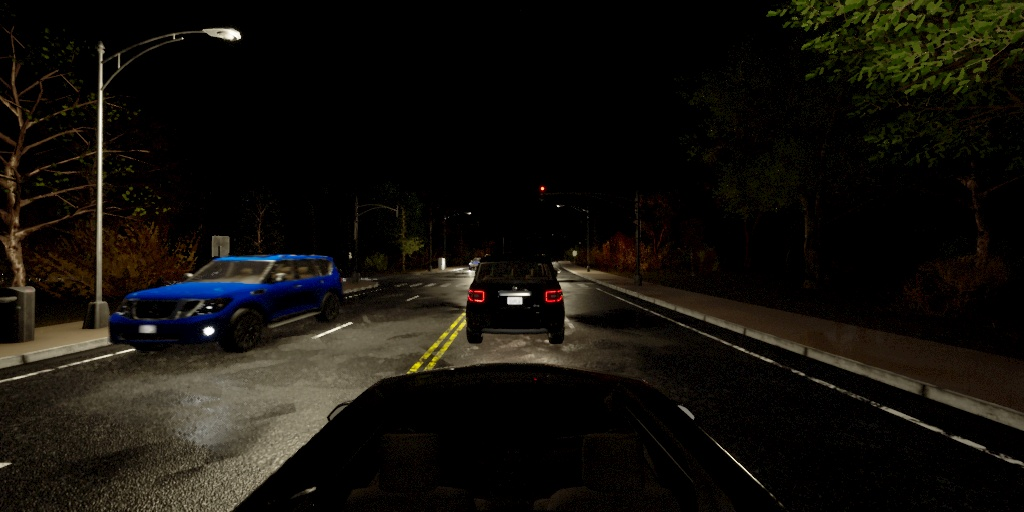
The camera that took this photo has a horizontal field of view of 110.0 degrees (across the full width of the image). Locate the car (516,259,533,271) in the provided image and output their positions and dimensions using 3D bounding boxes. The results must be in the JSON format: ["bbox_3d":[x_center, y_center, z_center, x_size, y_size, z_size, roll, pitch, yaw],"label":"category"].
[{"bbox_3d":[1.851,1.191,50.015,2.128,1.511,4.902,0,0,5],"label":"car"}]

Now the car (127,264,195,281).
[{"bbox_3d":[-32.534,1.499,33.270,5.008,1.535,1.882,-1,-1,10],"label":"car"}]

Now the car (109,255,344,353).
[{"bbox_3d":[-6.488,0.975,9.213,2.150,2.045,5.566,0,0,1],"label":"car"}]

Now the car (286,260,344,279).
[{"bbox_3d":[-18.734,1.260,34.223,4.553,1.767,2.097,-1,-1,9],"label":"car"}]

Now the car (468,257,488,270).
[{"bbox_3d":[-4.768,1.055,50.920,2.097,1.767,4.553,0,0,4],"label":"car"}]

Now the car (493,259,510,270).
[{"bbox_3d":[-1.451,1.190,51.990,2.128,1.511,4.902,0,0,2],"label":"car"}]

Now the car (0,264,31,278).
[{"bbox_3d":[-52.878,1.731,36.845,4.892,1.490,1.837,-1,-1,10],"label":"car"}]

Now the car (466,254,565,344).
[{"bbox_3d":[0.110,0.972,9.727,2.150,2.045,5.566,0,0,1],"label":"car"}]

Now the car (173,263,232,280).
[{"bbox_3d":[-31.360,1.543,36.365,4.892,1.490,1.837,1,0,10],"label":"car"}]
